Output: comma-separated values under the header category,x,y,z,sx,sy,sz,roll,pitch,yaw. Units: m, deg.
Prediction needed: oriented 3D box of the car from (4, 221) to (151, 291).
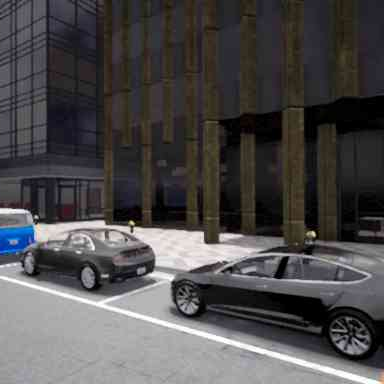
category,x,y,z,sx,sy,sz,roll,pitch,yaw
car,-2.982,1.654,9.152,4.403,1.369,2.008,-1,-1,35

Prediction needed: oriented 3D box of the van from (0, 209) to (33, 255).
category,x,y,z,sx,sy,sz,roll,pitch,yaw
van,-7.565,1.503,12.407,3.998,1.788,1.690,-1,-1,35

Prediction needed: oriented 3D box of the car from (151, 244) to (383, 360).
category,x,y,z,sx,sy,sz,roll,pitch,yaw
car,1.599,1.610,5.899,4.313,1.339,1.947,-1,-1,35

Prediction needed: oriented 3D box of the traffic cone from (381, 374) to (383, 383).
category,x,y,z,sx,sy,sz,roll,pitch,yaw
traffic cone,1.886,1.973,3.195,0.340,0.580,0.340,-1,-1,35
